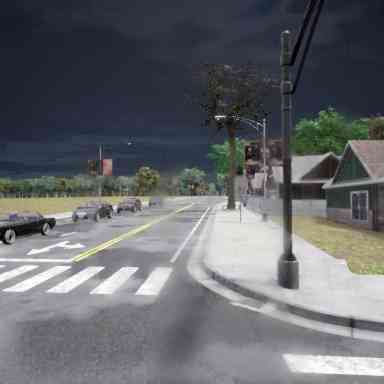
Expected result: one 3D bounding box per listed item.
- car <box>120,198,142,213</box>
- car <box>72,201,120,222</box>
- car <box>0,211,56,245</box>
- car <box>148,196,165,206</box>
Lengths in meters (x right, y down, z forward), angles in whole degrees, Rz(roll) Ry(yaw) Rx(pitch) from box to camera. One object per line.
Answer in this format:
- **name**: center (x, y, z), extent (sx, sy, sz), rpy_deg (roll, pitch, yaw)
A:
- **car**: center (-6.684, 1.430, 35.990), extent (1.837, 1.490, 4.892), rpy_deg (0, 0, 5)
- **car**: center (-7.571, 1.449, 25.785), extent (2.128, 1.511, 4.902), rpy_deg (0, 0, 5)
- **car**: center (-8.444, 1.594, 15.733), extent (1.895, 1.301, 4.718), rpy_deg (0, 0, 5)
- **car**: center (-5.345, 1.410, 50.474), extent (1.837, 1.490, 4.892), rpy_deg (0, 0, 5)
